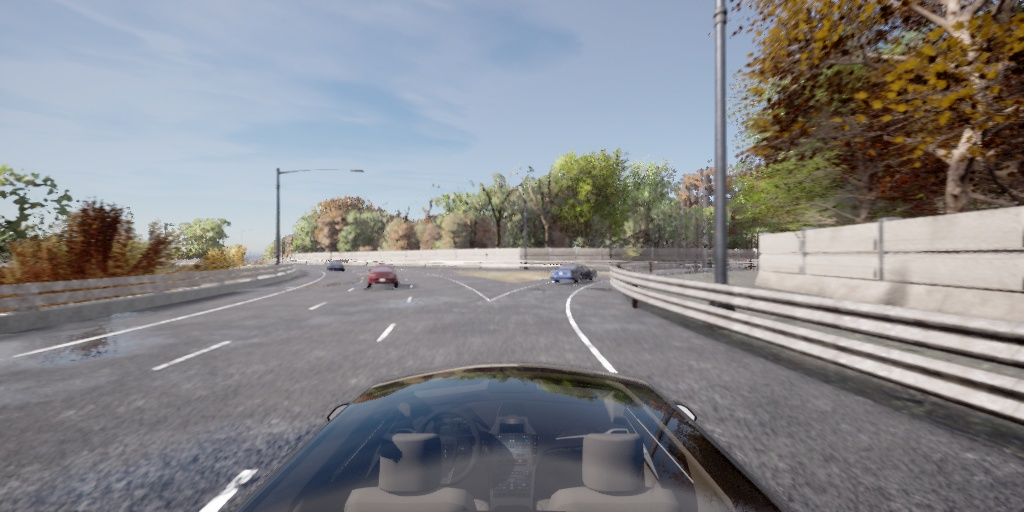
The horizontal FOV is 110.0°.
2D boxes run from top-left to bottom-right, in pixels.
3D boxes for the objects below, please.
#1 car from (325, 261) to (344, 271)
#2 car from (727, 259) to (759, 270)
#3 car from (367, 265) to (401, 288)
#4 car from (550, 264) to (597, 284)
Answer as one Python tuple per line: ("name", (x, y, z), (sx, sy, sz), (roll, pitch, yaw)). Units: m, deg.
("car", (-24.471, 1.383, 49.552), (1.994, 1.385, 4.181), (0, 0, -33))
("car", (31.940, 1.136, 49.576), (5.008, 1.535, 1.882), (0, 0, -23))
("car", (-8.559, 1.300, 23.955), (1.812, 1.442, 4.674), (0, 0, -18))
("car", (4.753, 1.283, 27.171), (2.033, 1.411, 5.357), (0, 0, 32))
